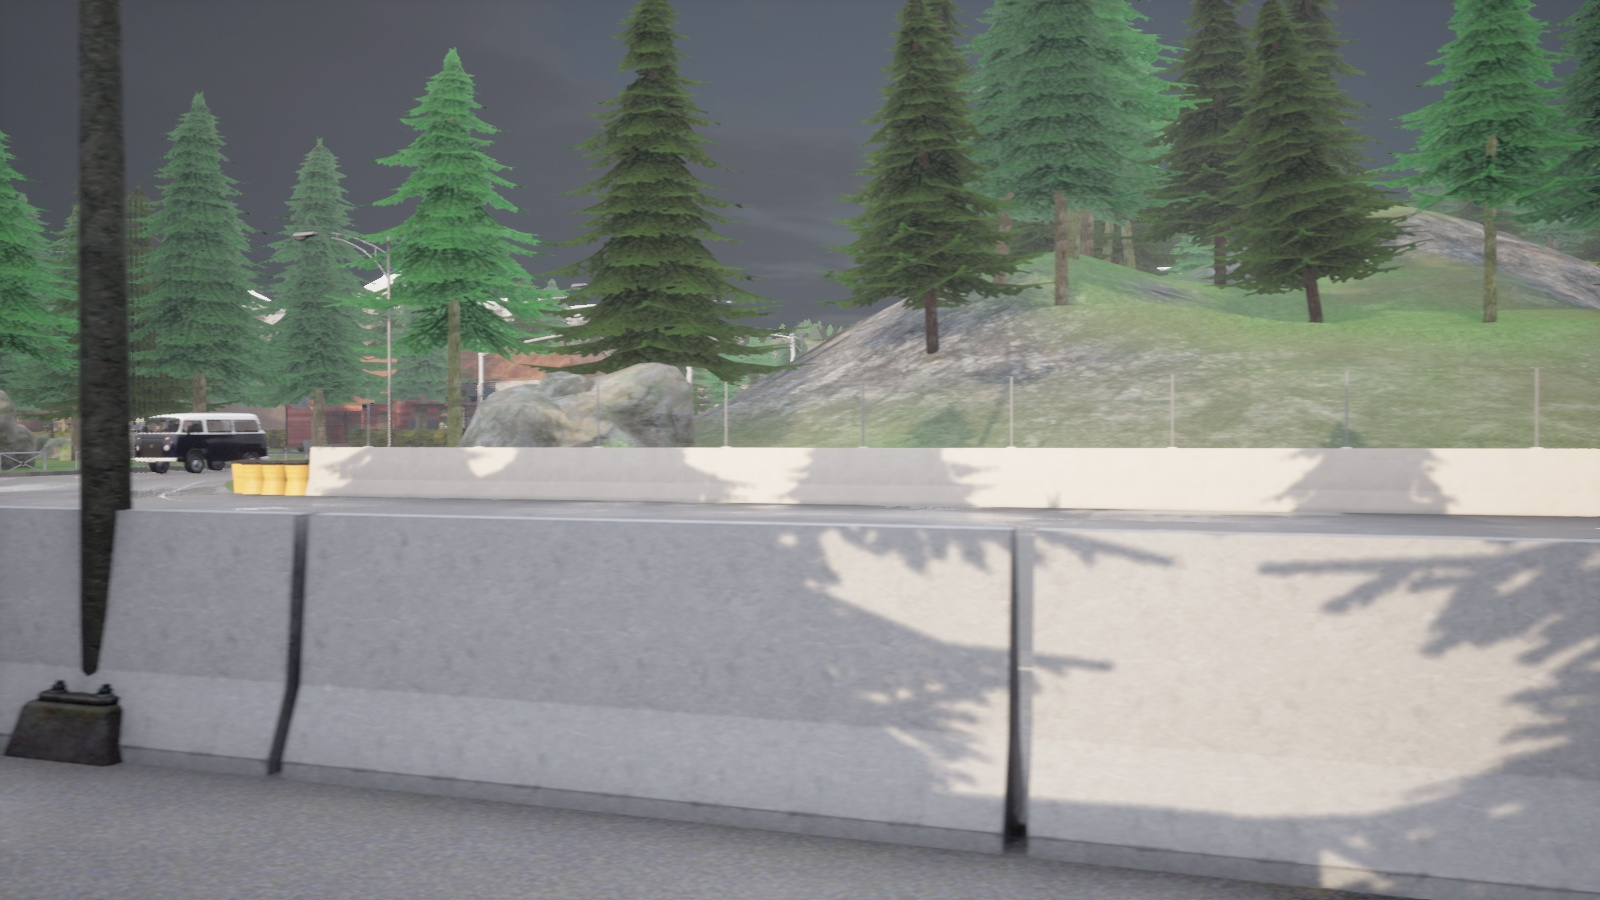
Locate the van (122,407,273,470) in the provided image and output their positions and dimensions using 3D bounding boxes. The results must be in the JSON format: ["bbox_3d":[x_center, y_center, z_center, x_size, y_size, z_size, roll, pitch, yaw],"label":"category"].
[{"bbox_3d":[-20.389,-0.407,42.719,2.069,2.038,4.480,1,1,19],"label":"van"}]
